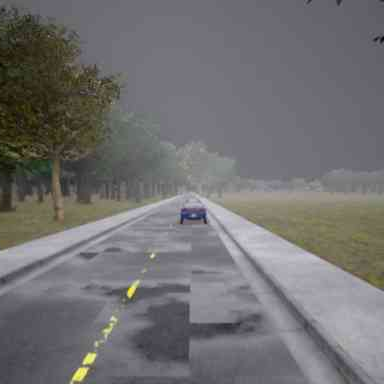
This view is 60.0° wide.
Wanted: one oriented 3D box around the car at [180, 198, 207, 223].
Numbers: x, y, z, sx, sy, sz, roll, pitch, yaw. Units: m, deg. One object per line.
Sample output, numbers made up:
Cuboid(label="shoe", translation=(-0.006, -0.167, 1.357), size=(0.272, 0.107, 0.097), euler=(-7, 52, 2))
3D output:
Cuboid(label="car", translation=(0.109, 1.447, 25.093), size=(1.882, 1.535, 5.008), euler=(0, 0, 0))

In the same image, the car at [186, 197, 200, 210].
Cuboid(label="car", translation=(0.119, 1.475, 42.821), size=(1.812, 1.442, 4.674), euler=(0, 0, 0))
